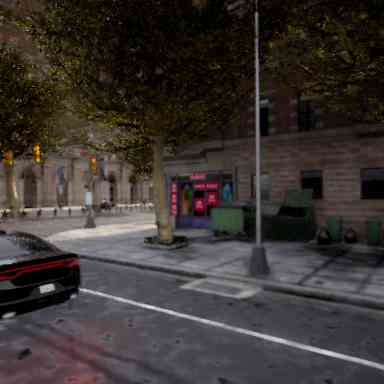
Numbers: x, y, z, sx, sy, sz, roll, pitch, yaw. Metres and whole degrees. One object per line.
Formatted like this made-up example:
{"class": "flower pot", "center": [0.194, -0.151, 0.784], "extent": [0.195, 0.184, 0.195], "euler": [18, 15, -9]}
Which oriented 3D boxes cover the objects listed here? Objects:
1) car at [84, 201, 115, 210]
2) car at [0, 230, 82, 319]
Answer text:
{"class": "car", "center": [-14.070, 1.977, 50.647], "extent": [1.895, 1.301, 4.718], "euler": [-1, 0, 36]}
{"class": "car", "center": [-4.440, 1.555, 7.045], "extent": [5.008, 1.535, 1.882], "euler": [-2, -1, 36]}
